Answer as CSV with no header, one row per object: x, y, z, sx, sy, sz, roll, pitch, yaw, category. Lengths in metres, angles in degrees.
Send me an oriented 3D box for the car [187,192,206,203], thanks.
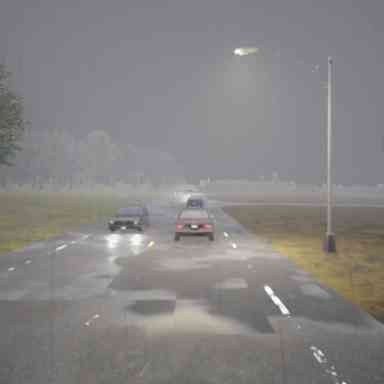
0.608,1.121,40.660,1.882,1.535,5.008,0,1,8,car

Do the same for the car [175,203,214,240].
0.101,1.511,16.770,2.033,1.411,5.357,0,0,0,car

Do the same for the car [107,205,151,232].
-3.595,1.488,20.116,2.033,1.411,5.357,0,0,0,car
